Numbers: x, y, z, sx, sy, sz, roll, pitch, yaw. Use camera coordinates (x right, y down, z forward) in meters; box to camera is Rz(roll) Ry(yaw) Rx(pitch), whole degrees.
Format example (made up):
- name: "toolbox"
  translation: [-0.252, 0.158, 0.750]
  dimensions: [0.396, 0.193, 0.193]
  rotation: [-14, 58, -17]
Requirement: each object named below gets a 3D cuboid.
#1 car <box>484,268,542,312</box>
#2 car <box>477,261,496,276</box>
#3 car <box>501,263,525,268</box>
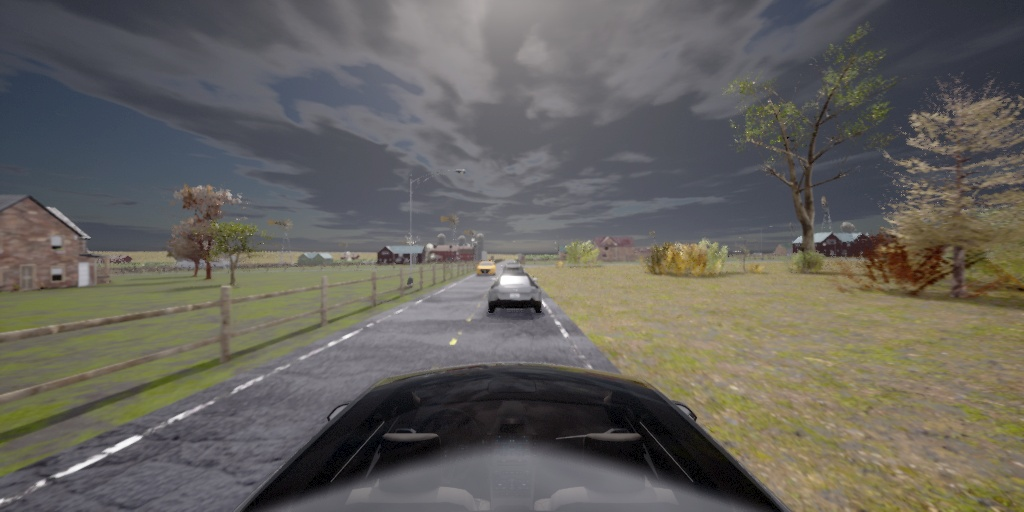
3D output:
- name: "car"
  translation: [0.102, 1.343, 14.376]
  dimensions: [1.994, 1.385, 4.181]
  rotation: [0, 0, 0]
- name: "car"
  translation: [-2.743, 1.329, 39.048]
  dimensions: [1.882, 1.535, 5.008]
  rotation: [0, 0, 0]
- name: "car"
  translation: [0.106, 1.333, 32.162]
  dimensions: [1.837, 1.490, 4.892]
  rotation: [0, 0, 0]
